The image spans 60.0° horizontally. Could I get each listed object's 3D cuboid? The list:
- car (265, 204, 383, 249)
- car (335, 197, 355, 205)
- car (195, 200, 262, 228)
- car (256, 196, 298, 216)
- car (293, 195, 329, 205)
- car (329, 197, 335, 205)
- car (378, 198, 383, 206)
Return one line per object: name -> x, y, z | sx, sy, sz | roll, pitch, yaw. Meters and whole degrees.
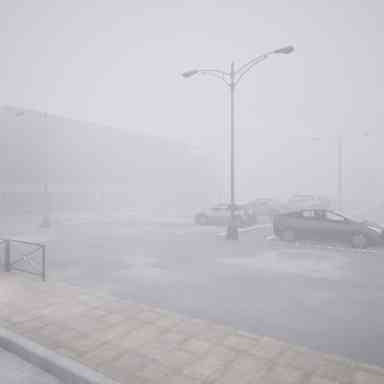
car -> 5.807, 1.490, 14.351 | 4.514, 1.523, 2.007 | 0, 0, 35
car -> 24.966, 1.565, 55.089 | 3.633, 1.501, 1.845 | 0, 0, 35
car -> 2.129, 1.424, 21.392 | 3.806, 1.475, 1.970 | 0, 0, 35
car -> 5.542, 1.345, 26.836 | 5.027, 1.636, 2.152 | 0, 0, 35
car -> 12.875, 1.269, 37.321 | 3.866, 1.878, 1.905 | 0, 0, 35
car -> 14.202, 1.289, 39.938 | 4.605, 1.855, 1.932 | 0, 0, 35
car -> 29.339, 1.576, 48.393 | 3.806, 1.475, 1.970 | 0, 0, 35
